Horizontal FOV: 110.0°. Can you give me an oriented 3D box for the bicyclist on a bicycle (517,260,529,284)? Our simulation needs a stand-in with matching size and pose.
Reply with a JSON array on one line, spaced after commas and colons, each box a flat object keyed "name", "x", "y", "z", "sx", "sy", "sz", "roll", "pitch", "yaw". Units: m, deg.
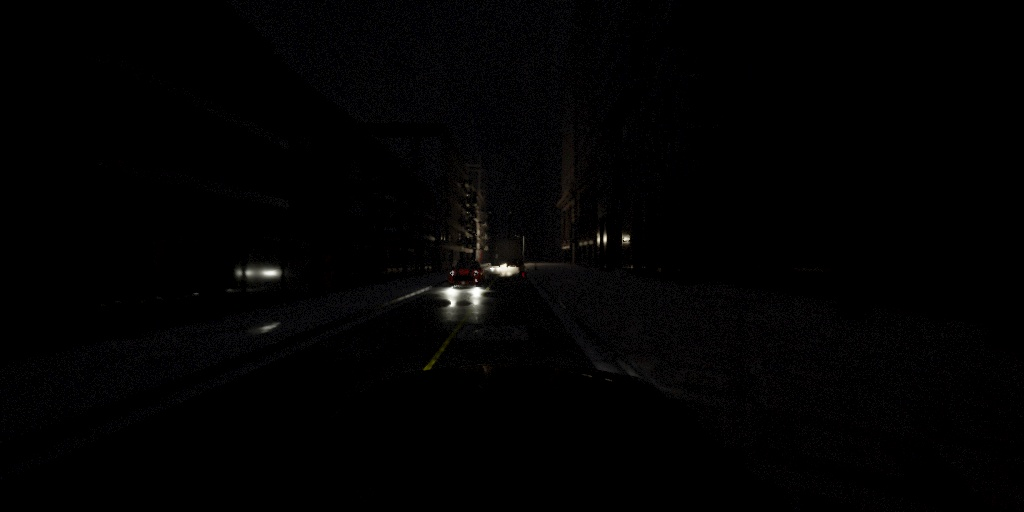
[{"name": "bicyclist on a bicycle", "x": 0.827, "y": 1.212, "z": 26.329, "sx": 0.866, "sy": 1.612, "sz": 1.509, "roll": 0, "pitch": 0, "yaw": 0}]

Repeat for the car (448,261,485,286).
[{"name": "car", "x": -3.098, "y": 1.125, "z": 25.038, "sx": 2.097, "sy": 1.767, "sz": 4.553, "roll": 0, "pitch": 0, "yaw": 0}]
